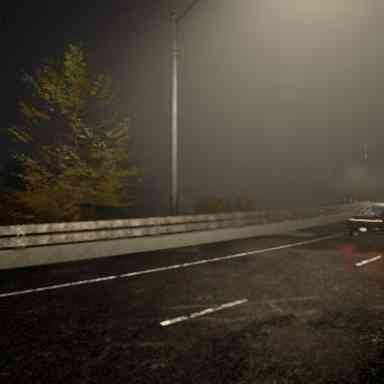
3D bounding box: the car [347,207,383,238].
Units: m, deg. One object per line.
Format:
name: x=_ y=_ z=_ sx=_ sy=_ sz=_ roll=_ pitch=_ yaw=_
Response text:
car: x=9.628 y=1.523 z=17.110 sx=2.128 sy=1.511 sz=4.902 roll=0 pitch=0 yaw=45
